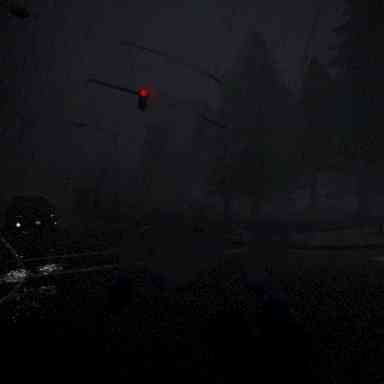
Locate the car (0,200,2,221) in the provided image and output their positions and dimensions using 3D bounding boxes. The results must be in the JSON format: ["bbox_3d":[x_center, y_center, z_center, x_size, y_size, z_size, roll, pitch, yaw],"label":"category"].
[{"bbox_3d":[-15.439,1.570,28.336,1.882,1.535,5.008,0,0,-34],"label":"car"}]

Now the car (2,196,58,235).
[{"bbox_3d":[-9.714,1.283,19.931,2.150,2.045,5.566,0,0,-34],"label":"car"}]

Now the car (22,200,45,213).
[{"bbox_3d":[-19.448,1.696,40.760,1.994,1.385,4.181,0,0,-34],"label":"car"}]

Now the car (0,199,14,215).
[{"bbox_3d":[-21.218,1.615,36.884,2.128,1.511,4.902,0,0,-33],"label":"car"}]
